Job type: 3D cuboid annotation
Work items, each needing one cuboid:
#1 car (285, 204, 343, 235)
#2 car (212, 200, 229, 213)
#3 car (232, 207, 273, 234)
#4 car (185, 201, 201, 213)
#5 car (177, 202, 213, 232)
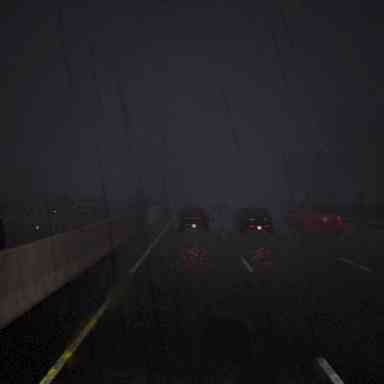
[{"bbox_3d":[7.117,1.505,19.871,2.097,1.767,4.553,0,0,0],"label":"car"},{"bbox_3d":[3.643,1.808,42.468,2.128,1.511,4.902,0,0,0],"label":"car"},{"bbox_3d":[3.618,1.660,20.277,1.837,1.490,4.892,0,0,0],"label":"car"},{"bbox_3d":[0.145,1.918,43.147,1.895,1.301,4.718,0,0,0],"label":"car"},{"bbox_3d":[0.118,1.663,21.263,1.837,1.490,4.892,0,0,0],"label":"car"}]
